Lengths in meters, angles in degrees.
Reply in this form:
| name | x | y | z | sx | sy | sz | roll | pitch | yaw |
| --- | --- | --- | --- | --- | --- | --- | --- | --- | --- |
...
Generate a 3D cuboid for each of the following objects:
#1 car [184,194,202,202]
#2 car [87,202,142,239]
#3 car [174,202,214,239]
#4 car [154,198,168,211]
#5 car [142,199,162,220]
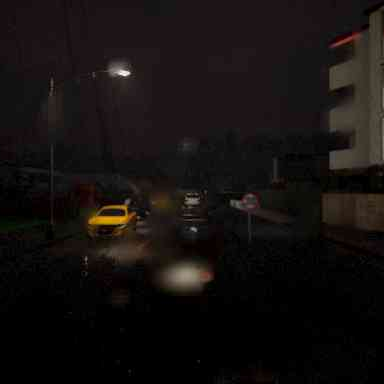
| name | x | y | z | sx | sy | sz | roll | pitch | yaw |
| --- | --- | --- | --- | --- | --- | --- | --- | --- | --- |
| car | 0.112 | 1.223 | 45.146 | 2.150 | 2.045 | 5.566 | 0 | 0 | 0 |
| car | -4.073 | 1.479 | 17.620 | 1.882 | 1.535 | 5.008 | 0 | 0 | -2 |
| car | 0.103 | 1.492 | 17.417 | 2.128 | 1.511 | 4.902 | 0 | 0 | 0 |
| car | -4.046 | 1.480 | 40.989 | 1.882 | 1.535 | 5.008 | 0 | 0 | 1 |
| car | -4.076 | 1.549 | 28.269 | 2.033 | 1.411 | 5.357 | 0 | 0 | 0 |
